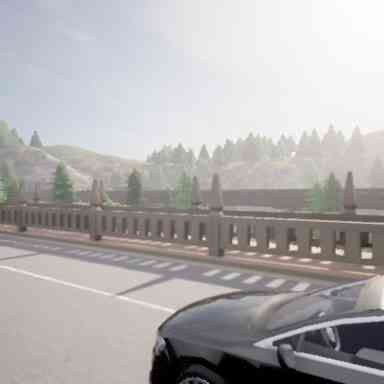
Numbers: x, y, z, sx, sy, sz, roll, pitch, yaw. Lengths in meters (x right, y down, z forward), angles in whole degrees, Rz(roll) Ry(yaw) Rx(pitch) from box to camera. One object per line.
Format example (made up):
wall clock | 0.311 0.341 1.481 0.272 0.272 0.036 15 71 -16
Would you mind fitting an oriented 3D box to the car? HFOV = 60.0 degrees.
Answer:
car | 1.801 1.491 2.708 4.902 1.511 2.128 0 0 35
